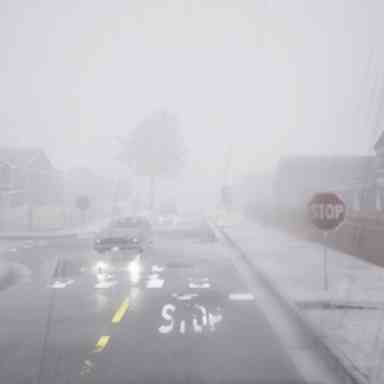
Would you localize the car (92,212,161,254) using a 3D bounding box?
[{"bbox_3d":[-2.771,1.776,14.727,2.033,1.411,5.357,-1,-2,0],"label":"car"}]

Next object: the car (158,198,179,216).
[{"bbox_3d":[-2.790,1.758,40.354,2.150,2.045,5.566,0,-1,0],"label":"car"}]
